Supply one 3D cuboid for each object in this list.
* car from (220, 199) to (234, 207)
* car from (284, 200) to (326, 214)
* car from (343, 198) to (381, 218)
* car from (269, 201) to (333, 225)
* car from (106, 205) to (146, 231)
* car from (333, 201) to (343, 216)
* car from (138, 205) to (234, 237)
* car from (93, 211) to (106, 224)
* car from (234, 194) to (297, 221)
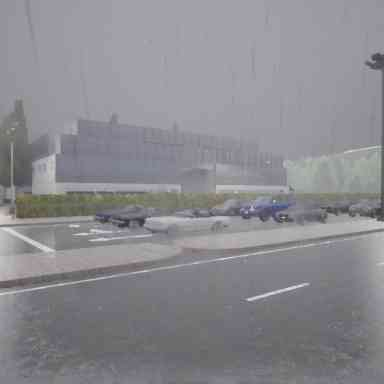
[{"bbox_3d":[3.879,1.352,29.643,4.553,1.767,2.097,0,0,-36],"label":"car"},{"bbox_3d":[12.189,1.601,35.710,4.718,1.301,1.895,0,0,-36],"label":"car"},{"bbox_3d":[16.046,1.352,29.859,4.553,1.767,2.097,0,0,-36],"label":"car"},{"bbox_3d":[7.854,1.564,23.880,4.181,1.385,1.994,0,0,-36],"label":"car"},{"bbox_3d":[-2.589,1.601,20.673,4.718,1.301,1.895,0,0,-36],"label":"car"},{"bbox_3d":[14.565,1.601,33.111,4.718,1.301,1.895,0,0,-36],"label":"car"},{"bbox_3d":[-0.224,1.601,18.065,4.718,1.301,1.895,0,0,-36],"label":"car"},{"bbox_3d":[-4.481,1.601,23.615,4.718,1.301,1.895,0,0,-36],"label":"car"},{"bbox_3d":[6.405,1.222,27.154,5.566,2.045,2.150,0,0,-36],"label":"car"}]
